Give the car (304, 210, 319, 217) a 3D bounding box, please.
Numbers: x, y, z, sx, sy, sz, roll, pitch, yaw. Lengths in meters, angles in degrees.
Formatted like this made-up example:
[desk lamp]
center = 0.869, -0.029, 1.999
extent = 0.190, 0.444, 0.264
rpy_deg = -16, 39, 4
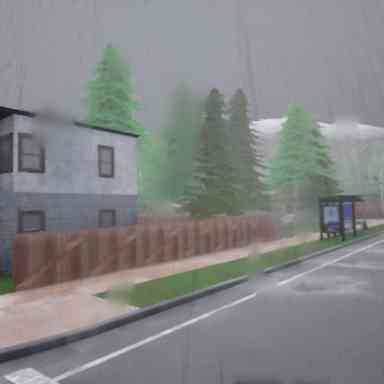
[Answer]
[car]
center = 24.624, 3.977, 66.233
extent = 1.932, 1.855, 4.605
rpy_deg = -4, -4, 39
